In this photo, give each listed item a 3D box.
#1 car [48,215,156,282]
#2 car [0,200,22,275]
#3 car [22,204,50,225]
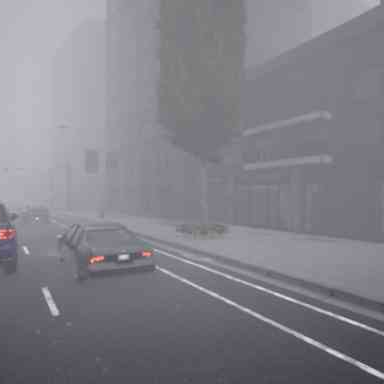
[{"bbox_3d":[-2.872,1.614,10.106,2.033,1.411,5.357,0,0,-30],"label":"car"},{"bbox_3d":[-6.613,1.272,10.115,2.150,2.045,5.566,0,-1,-30],"label":"car"},{"bbox_3d":[-12.326,1.668,25.874,1.837,1.490,4.892,0,-1,-31],"label":"car"}]
